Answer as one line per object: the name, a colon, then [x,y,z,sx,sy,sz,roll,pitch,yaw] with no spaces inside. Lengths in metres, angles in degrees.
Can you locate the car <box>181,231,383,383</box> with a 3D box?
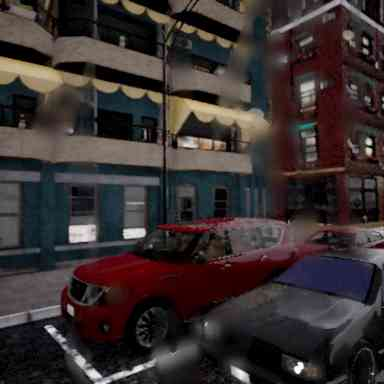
car: [2.635,1.650,5.359,5.357,1.411,2.033,0,-2,-38]

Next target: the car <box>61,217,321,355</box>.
car: [0.118,1.505,6.684,5.009,1.841,2.192,0,-1,-38]

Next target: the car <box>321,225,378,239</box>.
car: [4.538,1.732,10.076,4.507,1.381,1.887,0,-1,-38]
